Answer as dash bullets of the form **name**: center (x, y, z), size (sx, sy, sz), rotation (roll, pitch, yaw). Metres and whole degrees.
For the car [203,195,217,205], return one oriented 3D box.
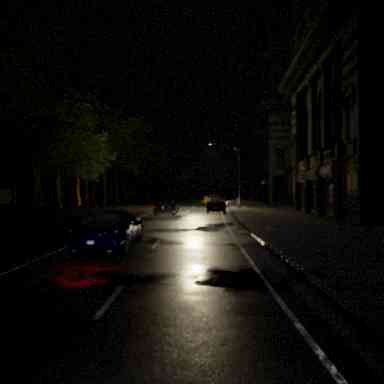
- **car**: center (2.866, 1.192, 52.544), size (1.882, 1.535, 5.008), rotation (0, 0, 6)

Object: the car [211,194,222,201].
- **car**: center (5.222, 1.145, 71.172), size (1.882, 1.535, 5.008), rotation (0, -1, 9)

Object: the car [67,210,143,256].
- **car**: center (-3.172, 1.450, 13.079), size (1.882, 1.535, 5.008), rotation (0, 0, 2)

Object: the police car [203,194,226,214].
- **police car**: center (2.419, 1.243, 33.315), size (1.930, 1.638, 5.238), rotation (0, 1, 4)

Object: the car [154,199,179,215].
- **car**: center (-2.335, 1.392, 31.241), size (2.033, 1.411, 5.357), rotation (0, 1, 4)
